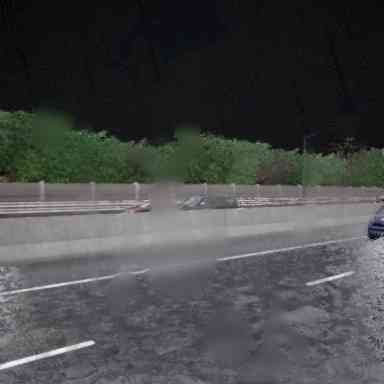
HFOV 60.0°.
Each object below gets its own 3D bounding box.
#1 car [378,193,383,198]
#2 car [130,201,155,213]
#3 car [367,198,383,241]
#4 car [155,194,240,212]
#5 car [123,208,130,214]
[{"bbox_3d":[30.692,1.122,51.583,5.566,2.045,2.150,0,0,-35],"label":"car"},{"bbox_3d":[-1.478,1.515,24.426,5.357,1.411,2.033,0,0,-36],"label":"car"},{"bbox_3d":[10.045,1.309,15.205,4.553,1.767,2.097,0,0,-35],"label":"car"},{"bbox_3d":[0.700,1.188,21.683,5.566,2.045,2.150,0,0,-35],"label":"car"},{"bbox_3d":[-3.375,1.493,27.374,4.674,1.442,1.812,0,0,-35],"label":"car"}]
